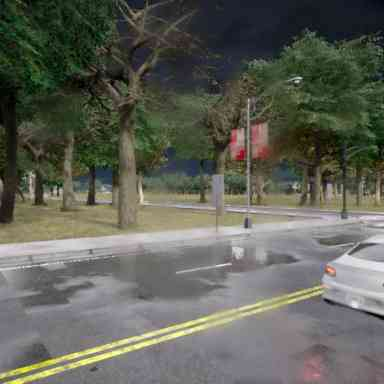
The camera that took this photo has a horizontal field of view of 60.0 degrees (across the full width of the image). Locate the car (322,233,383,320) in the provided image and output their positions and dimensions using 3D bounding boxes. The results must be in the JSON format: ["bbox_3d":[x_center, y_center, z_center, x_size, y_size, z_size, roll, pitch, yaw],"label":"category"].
[{"bbox_3d":[4.462,1.526,6.606,4.674,1.442,1.812,0,0,-35],"label":"car"}]
